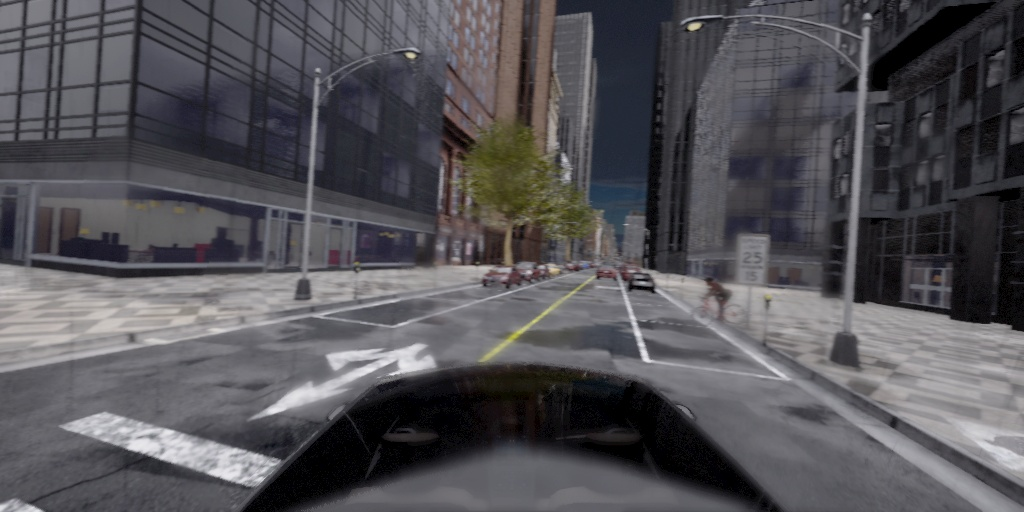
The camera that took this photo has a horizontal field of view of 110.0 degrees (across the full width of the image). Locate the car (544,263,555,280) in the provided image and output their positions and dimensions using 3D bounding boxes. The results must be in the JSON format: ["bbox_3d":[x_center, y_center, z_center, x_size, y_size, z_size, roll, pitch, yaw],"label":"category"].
[{"bbox_3d":[2.511,1.419,33.449,1.802,1.307,4.207,0,0,16],"label":"car"}]

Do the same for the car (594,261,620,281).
[{"bbox_3d":[10.425,1.692,39.387,2.097,1.767,4.553,4,0,16],"label":"car"}]

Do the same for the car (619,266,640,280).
[{"bbox_3d":[12.229,2.008,36.544,1.888,1.381,4.507,0,0,16],"label":"car"}]

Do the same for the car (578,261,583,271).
[{"bbox_3d":[10.187,1.620,60.577,2.192,1.841,5.009,0,0,16],"label":"car"}]

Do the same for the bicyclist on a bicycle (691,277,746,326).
[{"bbox_3d":[6.817,1.523,11.943,1.656,1.620,0.582,-6,-2,16],"label":"bicyclist on a bicycle"}]

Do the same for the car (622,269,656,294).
[{"bbox_3d":[9.159,1.847,25.694,1.948,1.339,4.313,0,0,16],"label":"car"}]

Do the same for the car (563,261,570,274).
[{"bbox_3d":[5.582,1.588,44.301,1.948,1.339,4.313,0,0,16],"label":"car"}]

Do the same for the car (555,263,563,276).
[{"bbox_3d":[4.000,1.454,38.711,1.751,1.417,4.829,0,0,16],"label":"car"}]

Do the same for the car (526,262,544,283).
[{"bbox_3d":[0.975,1.187,28.023,1.967,1.591,4.097,0,0,16],"label":"car"}]

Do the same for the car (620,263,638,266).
[{"bbox_3d":[13.765,1.871,41.969,2.192,1.841,5.009,0,0,16],"label":"car"}]

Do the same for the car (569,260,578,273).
[{"bbox_3d":[8.652,1.756,55.152,1.888,1.381,4.507,0,0,16],"label":"car"}]

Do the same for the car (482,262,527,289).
[{"bbox_3d":[-0.560,1.241,22.598,1.802,1.307,4.207,0,0,16],"label":"car"}]
